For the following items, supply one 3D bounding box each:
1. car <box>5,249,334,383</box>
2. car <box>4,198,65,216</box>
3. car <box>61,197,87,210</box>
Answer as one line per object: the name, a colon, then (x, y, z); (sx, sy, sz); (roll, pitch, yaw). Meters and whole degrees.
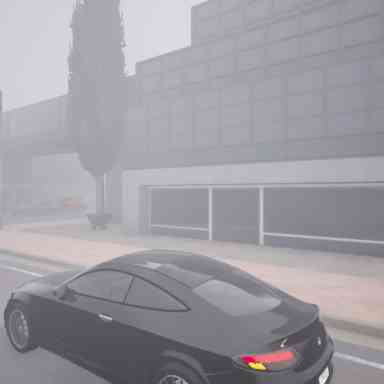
car: (-0.638, 1.526, 4.441); (4.674, 1.442, 1.812); (0, 0, 36)
car: (-15.614, 1.601, 33.140); (1.895, 1.301, 4.718); (0, 0, 36)
car: (-15.052, 1.352, 39.914); (2.097, 1.767, 4.553); (0, 0, 36)
